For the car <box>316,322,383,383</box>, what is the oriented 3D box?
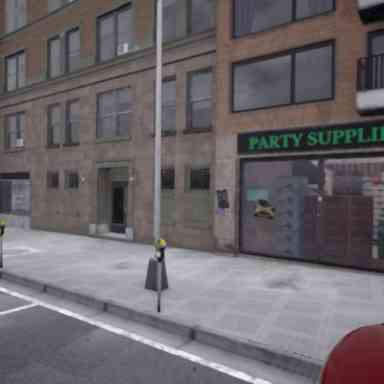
[{"bbox_3d":[2.908,1.325,0.995,5.009,1.841,2.192,0,1,35],"label":"car"}]
